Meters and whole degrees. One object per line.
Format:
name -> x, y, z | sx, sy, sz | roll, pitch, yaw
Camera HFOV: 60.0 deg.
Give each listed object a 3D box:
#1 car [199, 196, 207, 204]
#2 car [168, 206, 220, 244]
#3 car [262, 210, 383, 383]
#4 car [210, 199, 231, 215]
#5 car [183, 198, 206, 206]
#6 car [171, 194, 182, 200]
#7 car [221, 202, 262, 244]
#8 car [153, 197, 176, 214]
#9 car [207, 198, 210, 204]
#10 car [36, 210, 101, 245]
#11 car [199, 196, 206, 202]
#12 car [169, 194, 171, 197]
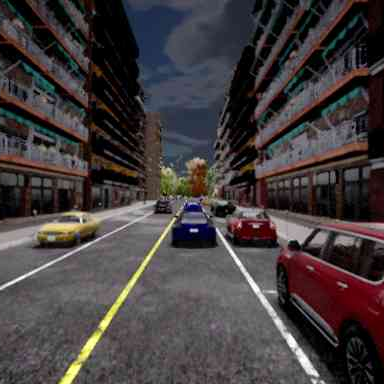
car -> 2.698, 1.688, 60.699 | 1.752, 1.417, 4.829 | 1, 0, 0
car -> 0.090, 1.605, 16.058 | 1.994, 1.385, 4.181 | 0, 0, 0
car -> 2.702, 1.328, 4.850 | 2.192, 1.841, 5.009 | 1, 0, 0
car -> 3.134, 1.564, 32.680 | 1.882, 1.535, 5.008 | 0, 0, 0
car -> 0.089, 1.610, 31.931 | 1.812, 1.442, 4.674 | 0, 0, 0
car -> -3.014, 1.386, 77.777 | 2.128, 1.511, 4.902 | 0, 0, 0
car -> 2.697, 1.482, 15.986 | 1.967, 1.590, 4.097 | 1, 0, 0
car -> -3.103, 1.600, 36.248 | 1.837, 1.490, 4.892 | 0, 0, 0
car -> 3.132, 1.582, 39.681 | 1.882, 1.535, 5.008 | 0, 0, 0
car -> -5.683, 1.567, 15.848 | 1.752, 1.417, 4.829 | 1, 0, 0
car -> 2.821, 1.768, 88.539 | 1.752, 1.417, 4.829 | 1, 0, 0
car -> -5.710, 1.619, 66.128 | 1.967, 1.590, 4.097 | 1, 0, 0
